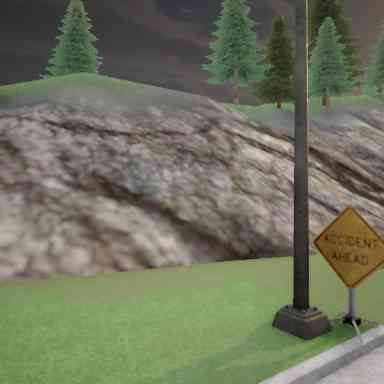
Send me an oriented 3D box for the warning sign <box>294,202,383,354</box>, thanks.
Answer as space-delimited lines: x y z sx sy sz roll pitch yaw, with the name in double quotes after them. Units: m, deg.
2.420 1.114 5.043 1.060 1.860 1.300 0 0 -35 "warning sign"
